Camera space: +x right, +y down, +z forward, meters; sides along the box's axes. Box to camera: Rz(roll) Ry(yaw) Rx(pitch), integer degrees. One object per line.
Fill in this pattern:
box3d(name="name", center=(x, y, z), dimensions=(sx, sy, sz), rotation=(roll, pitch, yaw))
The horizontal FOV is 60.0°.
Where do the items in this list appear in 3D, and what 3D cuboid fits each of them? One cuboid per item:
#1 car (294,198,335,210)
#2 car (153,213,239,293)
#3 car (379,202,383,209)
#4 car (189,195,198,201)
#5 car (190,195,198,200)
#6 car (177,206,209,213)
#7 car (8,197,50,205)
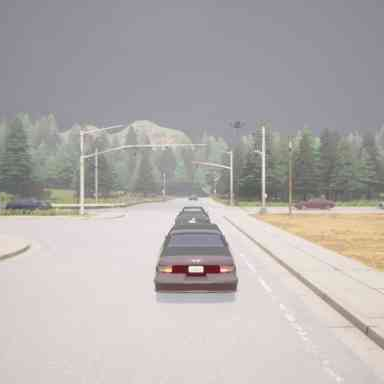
box3d(name="car", center=(14.761, 1.440, 40.185), dimensions=(4.674, 1.442, 1.812), rotation=(0, 0, 1))
box3d(name="car", center=(0.084, 1.537, 8.947), dimensions=(2.033, 1.411, 5.357), rotation=(0, 0, 0))
box3d(name="car", center=(25.040, 1.404, 39.990), dimensions=(4.674, 1.442, 1.812), rotation=(0, 0, 1))
box3d(name="car", center=(0.256, 1.468, 81.837), dimensions=(1.895, 1.301, 4.718), rotation=(0, 0, 2))
box3d(name="car", center=(0.622, 1.409, 91.817), dimensions=(1.994, 1.385, 4.181), rotation=(0, 0, 2))
box3d(name="car", center=(0.065, 1.533, 19.554), dimensions=(1.994, 1.385, 4.181), rotation=(0, 0, 1))
box3d(name="car", center=(-18.043, 1.387, 37.115), dimensions=(4.553, 1.767, 2.097), rotation=(0, 0, 1))
